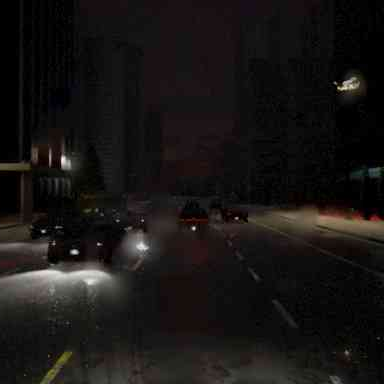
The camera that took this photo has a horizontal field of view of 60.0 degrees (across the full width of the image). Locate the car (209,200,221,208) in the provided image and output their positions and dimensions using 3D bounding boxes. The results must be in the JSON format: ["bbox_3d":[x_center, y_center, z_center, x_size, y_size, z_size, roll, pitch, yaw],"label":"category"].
[{"bbox_3d":[3.555,1.865,50.054,1.882,1.535,5.008,0,-1,0],"label":"car"}]

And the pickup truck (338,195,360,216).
[{"bbox_3d":[16.606,1.325,34.070,2.390,2.098,6.274,0,-1,30],"label":"pickup truck"}]

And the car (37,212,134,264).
[{"bbox_3d":[-3.586,1.658,12.134,1.994,1.385,4.181,0,0,0],"label":"car"}]

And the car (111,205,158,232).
[{"bbox_3d":[-3.562,1.767,21.423,1.895,1.301,4.718,0,0,0],"label":"car"}]

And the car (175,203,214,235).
[{"bbox_3d":[0.091,1.658,19.711,1.837,1.490,4.892,0,0,0],"label":"car"}]

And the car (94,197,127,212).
[{"bbox_3d":[-7.013,1.443,28.711,2.150,2.045,5.566,0,0,0],"label":"car"}]

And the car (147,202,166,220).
[{"bbox_3d":[-3.514,1.722,31.545,1.882,1.535,5.008,0,0,0],"label":"car"}]

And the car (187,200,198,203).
[{"bbox_3d":[0.030,1.843,43.519,1.837,1.490,4.892,0,0,0],"label":"car"}]

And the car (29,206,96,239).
[{"bbox_3d":[-7.079,1.646,18.302,1.837,1.490,4.892,0,0,0],"label":"car"}]

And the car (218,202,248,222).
[{"bbox_3d":[3.586,1.825,28.863,1.895,1.301,4.718,0,0,0],"label":"car"}]
